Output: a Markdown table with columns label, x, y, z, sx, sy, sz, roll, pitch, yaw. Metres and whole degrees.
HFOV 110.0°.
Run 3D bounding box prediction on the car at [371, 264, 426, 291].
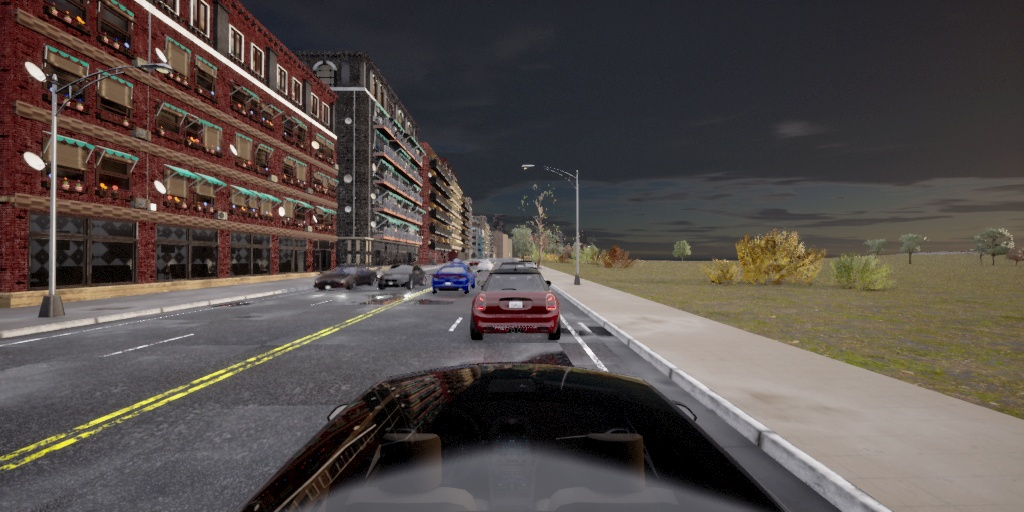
| label | x | y | z | sx | sy | sz | roll | pitch | yaw |
| --- | --- | --- | --- | --- | --- | --- | --- | --- | --- |
| car | -6.644 | 1.258 | 22.064 | 1.837 | 1.490 | 4.892 | 0 | 0 | 0 |

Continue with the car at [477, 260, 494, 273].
| label | x | y | z | sx | sy | sz | roll | pitch | yaw |
| --- | --- | --- | --- | --- | --- | --- | --- | --- | --- |
| car | -3.239 | 1.279 | 44.449 | 1.812 | 1.442 | 4.674 | 0 | 0 | 0 |

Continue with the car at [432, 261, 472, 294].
| label | x | y | z | sx | sy | sz | roll | pitch | yaw |
| --- | --- | --- | --- | --- | --- | --- | --- | --- | --- |
| car | -3.191 | 1.230 | 20.369 | 1.882 | 1.535 | 5.008 | 0 | 0 | 0 |

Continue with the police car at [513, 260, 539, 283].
| label | x | y | z | sx | sy | sz | roll | pitch | yaw |
| --- | --- | --- | --- | --- | --- | --- | --- | --- | --- |
| police car | 1.079 | 1.179 | 29.369 | 1.930 | 1.638 | 5.238 | 0 | 0 | 0 |

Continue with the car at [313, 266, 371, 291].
| label | x | y | z | sx | sy | sz | roll | pitch | yaw |
| --- | --- | --- | --- | --- | --- | --- | --- | --- | --- |
| car | -9.892 | 1.300 | 21.923 | 2.033 | 1.411 | 5.357 | 0 | 0 | 0 |

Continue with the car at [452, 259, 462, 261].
| label | x | y | z | sx | sy | sz | roll | pitch | yaw |
| --- | --- | --- | --- | --- | --- | --- | --- | --- | --- |
| car | -9.932 | 1.229 | 63.981 | 1.882 | 1.535 | 5.008 | 0 | 0 | 0 |

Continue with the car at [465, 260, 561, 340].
| label | x | y | z | sx | sy | sz | roll | pitch | yaw |
| --- | --- | --- | --- | --- | --- | --- | --- | --- | --- |
| car | 0.075 | 1.104 | 10.100 | 2.097 | 1.767 | 4.553 | 0 | 0 | 0 |
